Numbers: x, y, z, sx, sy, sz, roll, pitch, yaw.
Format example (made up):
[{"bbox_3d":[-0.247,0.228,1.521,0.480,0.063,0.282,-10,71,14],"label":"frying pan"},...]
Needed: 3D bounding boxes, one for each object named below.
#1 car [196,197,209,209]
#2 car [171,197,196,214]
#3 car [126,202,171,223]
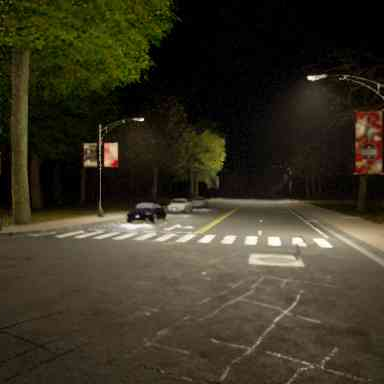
[{"bbox_3d":[0.990,1.410,44.513,1.812,1.442,4.674,0,0,13],"label":"car"},{"bbox_3d":[-1.178,1.432,34.524,1.812,1.442,4.674,0,0,13],"label":"car"},{"bbox_3d":[-3.299,1.492,24.690,1.994,1.385,4.181,0,0,13],"label":"car"}]
